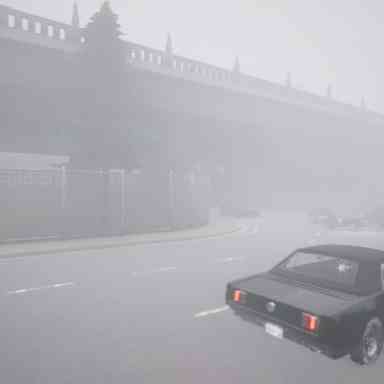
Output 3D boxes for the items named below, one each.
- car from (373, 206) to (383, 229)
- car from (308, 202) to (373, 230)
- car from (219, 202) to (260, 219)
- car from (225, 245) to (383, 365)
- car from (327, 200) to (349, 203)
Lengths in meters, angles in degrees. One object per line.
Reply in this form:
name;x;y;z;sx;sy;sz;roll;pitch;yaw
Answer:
car;12.862;1.603;21.699;1.812;1.442;4.674;0;0;7
car;9.394;1.616;22.113;2.033;1.411;5.357;0;0;0
car;4.226;1.619;30.609;2.033;1.411;5.357;0;0;-18
car;2.918;1.620;5.862;4.718;1.301;1.895;0;0;-36
car;14.330;1.609;33.545;1.837;1.490;4.892;0;-1;-18
